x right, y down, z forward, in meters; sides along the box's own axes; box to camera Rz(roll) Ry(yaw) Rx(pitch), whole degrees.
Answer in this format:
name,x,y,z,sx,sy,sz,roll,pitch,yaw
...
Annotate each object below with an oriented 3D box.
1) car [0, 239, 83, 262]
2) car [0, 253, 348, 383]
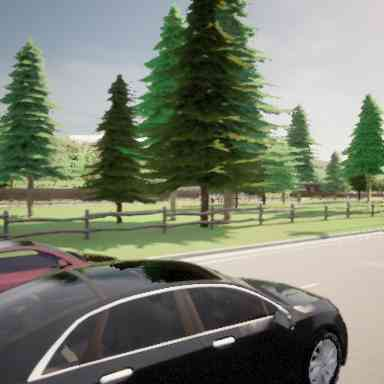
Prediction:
name,x,y,z,sx,sy,sz,roll,pitch,yaw
car,-2.958,1.567,5.935,4.181,1.385,1.994,0,0,-35
car,-0.265,1.510,3.555,4.892,1.490,1.837,0,0,-35
